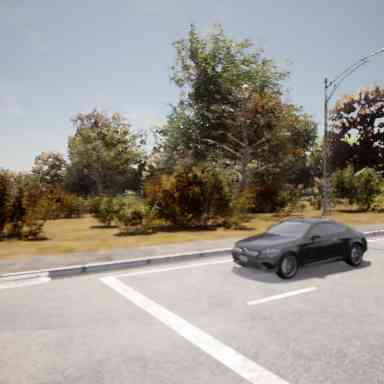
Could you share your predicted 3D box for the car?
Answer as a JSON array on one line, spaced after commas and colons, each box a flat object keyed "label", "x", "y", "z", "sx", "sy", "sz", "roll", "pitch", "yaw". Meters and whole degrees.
[{"label": "car", "x": 3.384, "y": 1.521, "z": 10.097, "sx": 4.674, "sy": 1.442, "sz": 1.812, "roll": 0, "pitch": 0, "yaw": -30}]
